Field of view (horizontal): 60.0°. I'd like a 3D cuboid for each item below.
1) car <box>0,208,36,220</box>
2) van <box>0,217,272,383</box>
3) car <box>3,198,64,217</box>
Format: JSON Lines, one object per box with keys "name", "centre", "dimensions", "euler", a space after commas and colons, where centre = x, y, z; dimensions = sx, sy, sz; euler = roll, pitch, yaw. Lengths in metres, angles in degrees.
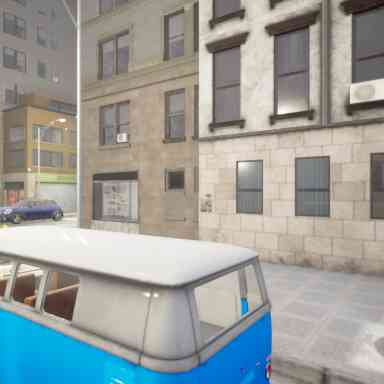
{"name": "car", "centre": [-5.659, 1.315, 6.768], "dimensions": [5.009, 1.841, 2.192], "euler": [0, 0, 35]}
{"name": "van", "centre": [-1.143, 1.341, 3.608], "dimensions": [3.998, 1.788, 1.690], "euler": [0, 0, 35]}
{"name": "car", "centre": [-11.738, 1.286, 24.022], "dimensions": [2.097, 1.767, 4.553], "euler": [0, 0, 35]}
